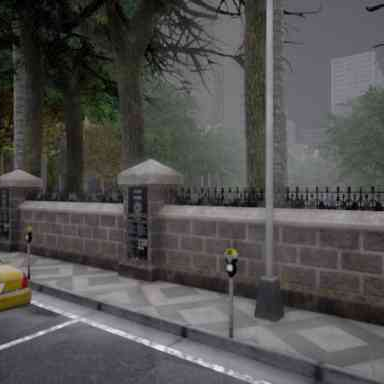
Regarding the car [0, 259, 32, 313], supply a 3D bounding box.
[{"bbox_3d":[-5.070,1.523,6.555,4.829,1.417,1.752,0,0,35],"label":"car"}]
